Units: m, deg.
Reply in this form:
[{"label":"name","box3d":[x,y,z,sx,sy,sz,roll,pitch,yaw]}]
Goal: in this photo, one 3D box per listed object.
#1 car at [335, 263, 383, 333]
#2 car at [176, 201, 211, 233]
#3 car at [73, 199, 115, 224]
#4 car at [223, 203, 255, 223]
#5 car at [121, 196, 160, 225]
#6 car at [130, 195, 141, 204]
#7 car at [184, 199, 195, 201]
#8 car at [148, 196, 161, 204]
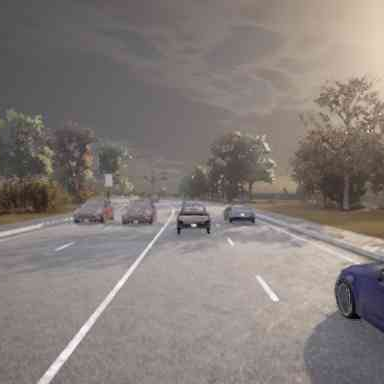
[{"label":"car","box3d":[3.600,1.525,4.346,1.812,1.442,4.674,0,0,0]},{"label":"car","box3d":[0.084,1.488,19.457,2.128,1.511,4.902,0,0,0]},{"label":"car","box3d":[-7.173,1.347,24.769,2.097,1.767,4.553,0,0,-1]},{"label":"car","box3d":[3.535,1.559,25.436,1.994,1.385,4.181,0,0,-1]},{"label":"car","box3d":[-3.662,1.347,23.835,2.097,1.767,4.553,0,0,-1]},{"label":"car","box3d":[-11.067,1.452,65.108,1.882,1.535,5.008,0,0,-13]},{"label":"car","box3d":[-0.303,1.541,37.810,2.033,1.411,5.357,0,0,-3]},{"label":"car","box3d":[-7.367,1.534,64.862,2.033,1.411,5.357,0,0,-13]}]
